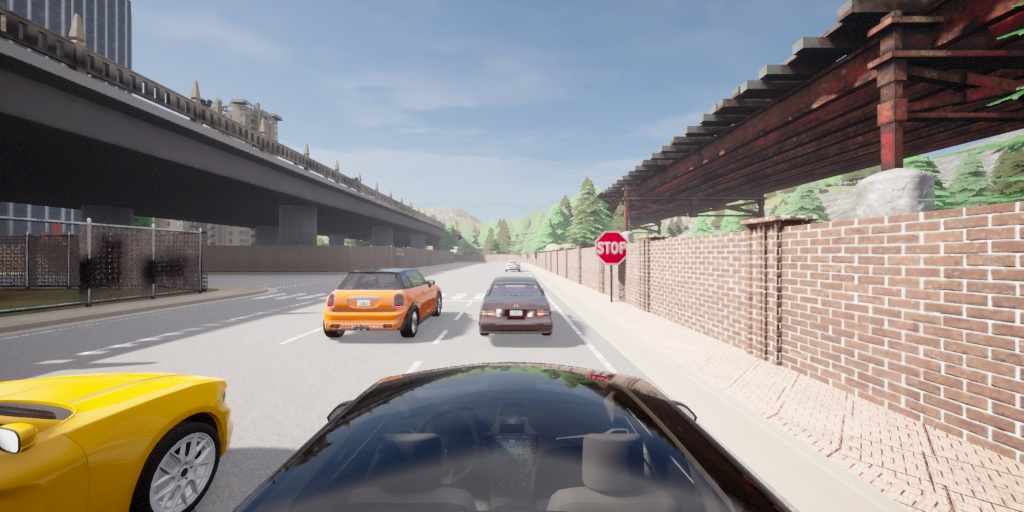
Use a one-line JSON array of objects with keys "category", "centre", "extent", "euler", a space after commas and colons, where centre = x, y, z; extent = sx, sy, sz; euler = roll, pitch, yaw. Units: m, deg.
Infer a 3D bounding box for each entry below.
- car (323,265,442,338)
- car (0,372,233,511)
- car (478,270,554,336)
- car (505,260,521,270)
[{"category": "car", "centre": [-3.411, 1.102, 10.371], "extent": [2.097, 1.767, 4.553], "euler": [0, 0, 0]}, {"category": "car", "centre": [-3.398, 1.228, 1.114], "extent": [1.882, 1.535, 5.008], "euler": [0, 0, 0]}, {"category": "car", "centre": [0.090, 1.297, 10.390], "extent": [2.033, 1.411, 5.357], "euler": [0, 0, 0]}, {"category": "car", "centre": [0.125, 1.276, 46.264], "extent": [1.812, 1.442, 4.674], "euler": [0, 0, -1]}]
